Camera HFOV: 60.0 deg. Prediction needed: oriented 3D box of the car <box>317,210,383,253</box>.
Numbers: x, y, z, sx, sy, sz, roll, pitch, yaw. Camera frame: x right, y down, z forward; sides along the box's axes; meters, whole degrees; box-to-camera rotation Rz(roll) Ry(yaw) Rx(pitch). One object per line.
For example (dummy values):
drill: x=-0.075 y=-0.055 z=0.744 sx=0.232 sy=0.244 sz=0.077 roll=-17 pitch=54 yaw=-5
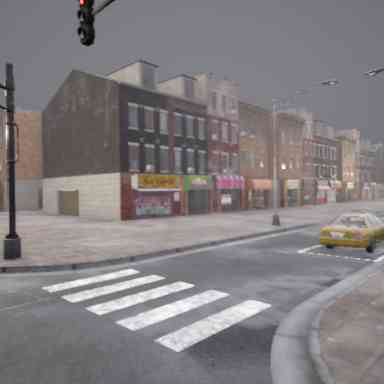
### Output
car: x=6.513 y=1.386 z=12.934 sx=1.752 sy=1.417 sz=4.829 roll=-1 pitch=0 yaw=43
